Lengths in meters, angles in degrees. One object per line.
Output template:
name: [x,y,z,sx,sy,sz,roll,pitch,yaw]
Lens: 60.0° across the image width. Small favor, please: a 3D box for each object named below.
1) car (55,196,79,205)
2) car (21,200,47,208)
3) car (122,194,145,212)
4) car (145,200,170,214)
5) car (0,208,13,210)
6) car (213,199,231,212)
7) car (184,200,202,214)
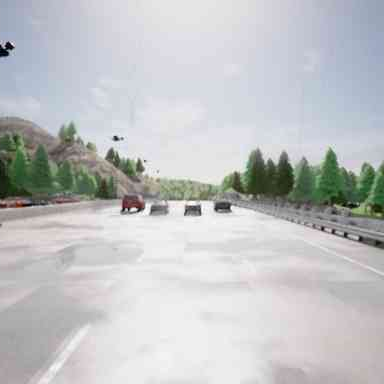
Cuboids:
car: [-17.559,1.367,46.400,2.150,2.045,5.566,0,-1,1]
car: [-21.068,1.724,44.567,1.895,1.301,4.718,0,-1,0]
car: [-6.904,1.294,39.688,2.150,2.045,5.566,0,0,0]
car: [-3.399,1.592,35.748,2.033,1.411,5.357,0,0,0]
car: [-24.560,1.485,45.451,2.097,1.767,4.553,0,-1,0]
car: [3.604,1.555,40.557,1.882,1.535,5.008,0,0,0]
car: [0.100,1.591,35.693,2.033,1.411,5.357,0,0,0]
